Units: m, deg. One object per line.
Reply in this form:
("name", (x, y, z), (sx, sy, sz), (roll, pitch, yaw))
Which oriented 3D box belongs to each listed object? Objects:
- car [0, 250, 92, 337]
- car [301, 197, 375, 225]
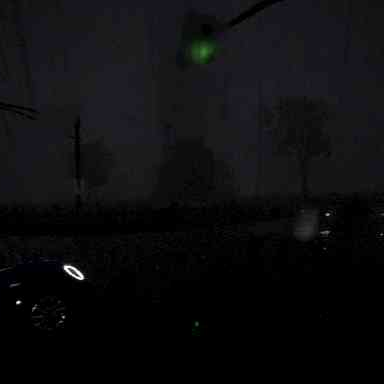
("car", (-3.971, 1.420, 5.138), (4.553, 1.767, 2.097), (-2, 2, -38))
("car", (8.644, 0.991, 19.415), (5.357, 1.411, 2.033), (-2, 2, -38))
